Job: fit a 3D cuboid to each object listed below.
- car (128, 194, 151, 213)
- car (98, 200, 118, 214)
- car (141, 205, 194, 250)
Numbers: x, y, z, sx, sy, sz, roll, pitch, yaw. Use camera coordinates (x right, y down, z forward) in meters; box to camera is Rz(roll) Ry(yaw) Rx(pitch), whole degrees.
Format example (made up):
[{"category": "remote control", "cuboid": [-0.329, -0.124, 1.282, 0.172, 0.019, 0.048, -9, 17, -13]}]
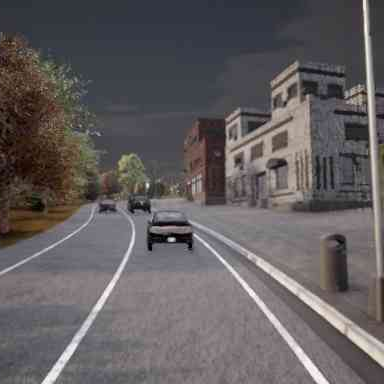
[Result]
[{"category": "car", "cuboid": [-5.994, 1.288, 37.626, 2.150, 2.045, 5.566, 1, 0, -16]}, {"category": "car", "cuboid": [-9.076, 1.543, 35.920, 2.033, 1.411, 5.357, 1, 0, -16]}, {"category": "car", "cuboid": [-1.041, 1.549, 14.669, 2.128, 1.511, 4.902, 1, 0, -7]}]
